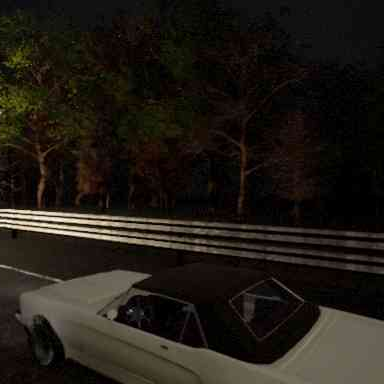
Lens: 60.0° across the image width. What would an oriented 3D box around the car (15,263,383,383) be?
[{"bbox_3d":[-0.161,1.599,4.095,4.718,1.301,1.895,0,0,35],"label":"car"}]
